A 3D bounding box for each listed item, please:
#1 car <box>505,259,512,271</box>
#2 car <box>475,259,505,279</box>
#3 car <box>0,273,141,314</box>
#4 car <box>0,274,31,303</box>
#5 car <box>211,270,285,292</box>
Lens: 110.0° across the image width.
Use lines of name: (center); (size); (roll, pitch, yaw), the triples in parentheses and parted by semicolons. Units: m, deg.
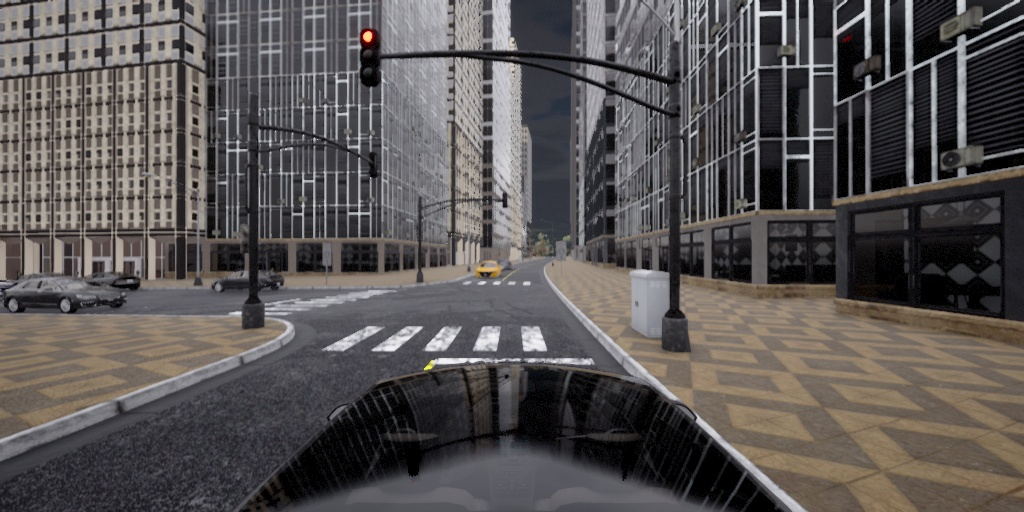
car: (-1.014, 1.163, 44.854); (2.128, 1.511, 4.902); (0, 1, 5)
car: (-2.017, 1.187, 31.841); (1.882, 1.535, 5.008); (0, 1, 4)
car: (-18.145, 1.537, 14.636); (4.403, 1.370, 2.007); (0, 0, 9)
car: (-28.517, 1.708, 18.894); (4.674, 1.442, 1.812); (-1, 0, 9)
car: (-16.843, 1.561, 22.915); (4.403, 1.370, 2.007); (0, 0, 9)
